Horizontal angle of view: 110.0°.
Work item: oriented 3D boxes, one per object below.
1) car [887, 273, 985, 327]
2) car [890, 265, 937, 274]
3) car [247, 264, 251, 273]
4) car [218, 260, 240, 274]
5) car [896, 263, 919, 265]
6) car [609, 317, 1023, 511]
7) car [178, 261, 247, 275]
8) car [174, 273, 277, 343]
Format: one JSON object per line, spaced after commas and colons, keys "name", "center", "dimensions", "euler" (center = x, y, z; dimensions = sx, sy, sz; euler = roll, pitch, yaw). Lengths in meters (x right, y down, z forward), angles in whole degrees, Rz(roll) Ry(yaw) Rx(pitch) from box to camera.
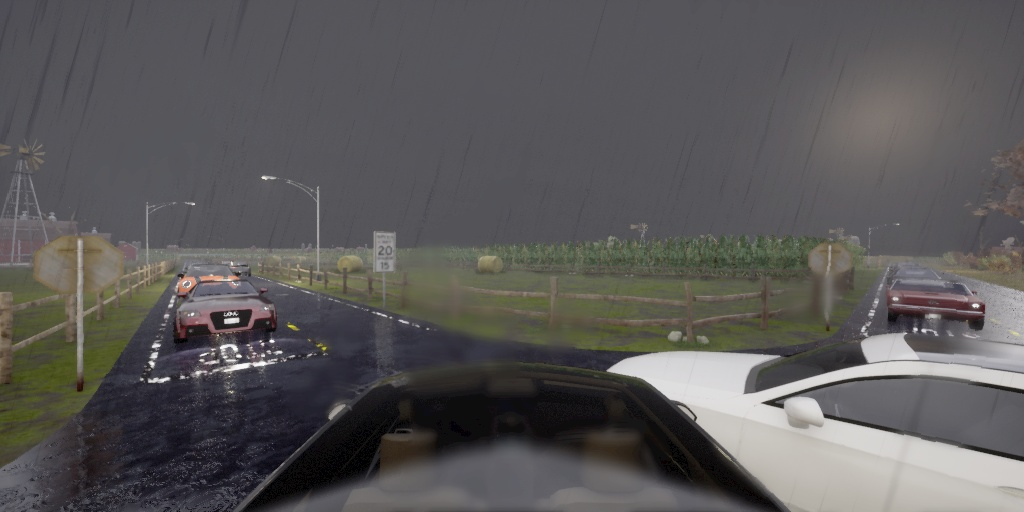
{"name": "car", "center": [13.448, 1.401, 11.575], "dimensions": [4.718, 1.301, 1.895], "euler": [0, 1, -43]}
{"name": "car", "center": [20.484, 1.368, 18.184], "dimensions": [5.357, 1.411, 2.033], "euler": [0, 1, -43]}
{"name": "car", "center": [-27.204, 1.287, 35.556], "dimensions": [2.128, 1.511, 4.902], "euler": [0, 0, -42]}
{"name": "car", "center": [-33.973, 1.309, 42.971], "dimensions": [1.837, 1.490, 4.892], "euler": [0, 0, -42]}
{"name": "car", "center": [27.199, 1.408, 24.481], "dimensions": [4.181, 1.385, 1.994], "euler": [0, 1, -43]}
{"name": "car", "center": [2.827, 1.294, 2.446], "dimensions": [1.812, 1.442, 4.674], "euler": [0, 1, -44]}
{"name": "car", "center": [-13.818, 1.141, 16.411], "dimensions": [2.097, 1.767, 4.553], "euler": [0, 0, -42]}
{"name": "car", "center": [-8.001, 1.356, 9.965], "dimensions": [1.994, 1.385, 4.181], "euler": [0, 0, -43]}
